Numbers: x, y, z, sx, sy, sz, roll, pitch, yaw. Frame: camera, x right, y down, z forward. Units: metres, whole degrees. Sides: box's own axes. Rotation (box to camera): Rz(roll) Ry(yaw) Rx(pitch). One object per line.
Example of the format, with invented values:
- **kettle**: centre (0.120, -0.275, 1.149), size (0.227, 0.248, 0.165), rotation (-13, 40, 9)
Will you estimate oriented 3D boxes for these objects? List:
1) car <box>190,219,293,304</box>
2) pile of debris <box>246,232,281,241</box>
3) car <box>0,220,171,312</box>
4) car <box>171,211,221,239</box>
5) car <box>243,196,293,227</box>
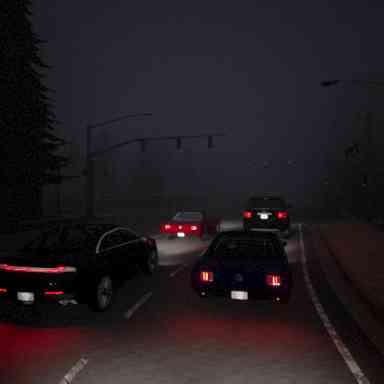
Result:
- **car**: centre (1.388, 1.601, 8.243), size (1.895, 1.301, 4.718), rotation (0, 0, 13)
- **pile of debris**: centre (3.540, 2.175, 16.358), size (1.500, 0.140, 1.860), rotation (0, 0, 17)
- **car**: centre (-2.239, 1.491, 7.809), size (2.128, 1.511, 4.902), rotation (0, 0, 11)
- **car**: centre (0.165, 1.601, 16.822), size (1.895, 1.301, 4.718), rotation (0, 0, 17)
- **car**: centre (4.065, 1.221, 17.638), size (2.150, 2.045, 5.566), rotation (0, 0, 17)
